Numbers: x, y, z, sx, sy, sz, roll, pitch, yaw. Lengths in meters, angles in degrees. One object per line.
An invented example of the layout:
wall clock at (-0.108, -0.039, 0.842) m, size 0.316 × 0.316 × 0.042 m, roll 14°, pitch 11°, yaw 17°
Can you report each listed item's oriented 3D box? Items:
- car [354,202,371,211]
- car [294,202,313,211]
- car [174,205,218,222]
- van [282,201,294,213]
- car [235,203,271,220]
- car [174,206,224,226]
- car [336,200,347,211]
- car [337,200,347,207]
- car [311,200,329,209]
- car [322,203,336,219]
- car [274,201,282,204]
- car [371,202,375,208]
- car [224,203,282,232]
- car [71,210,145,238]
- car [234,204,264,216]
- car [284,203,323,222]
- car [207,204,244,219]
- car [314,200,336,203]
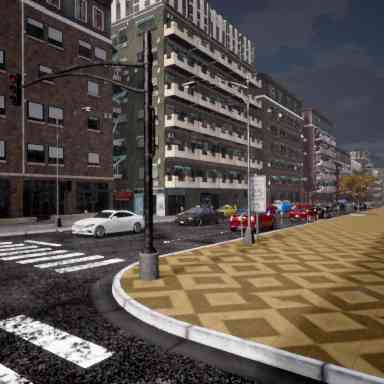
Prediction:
car at (30.022, 2.583, 59.241) m, size 1.947 × 1.339 × 4.313 m, roll -2°, pitch -2°, yaw 35°
car at (19.969, 2.554, 59.365) m, size 1.887 × 1.381 × 4.507 m, roll -2°, pitch -2°, yaw 35°
car at (0.469, 2.002, 31.432) m, size 1.752 × 1.417 × 4.829 m, roll -2°, pitch -2°, yaw 35°
van at (13.499, 2.174, 50.106) m, size 1.690 × 1.788 × 3.998 m, roll -2°, pitch -2°, yaw 35°
car at (6.574, 2.038, 35.672) m, size 1.882 × 1.535 × 5.008 m, roll -1°, pitch -1°, yaw 35°
car at (0.787, 1.950, 27.395) m, size 2.033 × 1.411 × 5.357 m, roll -1°, pitch -1°, yaw 35°
car at (24.894, 2.463, 56.340) m, size 1.837 × 1.490 × 4.892 m, roll -1°, pitch -1°, yaw 35°
car at (39.273, 2.882, 87.103) m, size 1.690 × 1.788 × 3.998 m, roll -2°, pitch -2°, yaw 35°
car at (26.434, 2.501, 68.636) m, size 2.192 × 1.841 × 5.009 m, roll -2°, pitch -2°, yaw 35°
car at (13.854, 2.141, 36.080) m, size 1.947 × 1.339 × 4.313 m, roll -2°, pitch -2°, yaw 35°
car at (10.267, 2.289, 45.468) m, size 1.887 × 1.381 × 4.507 m, roll -2°, pitch -2°, yaw 35°
car at (36.490, 2.745, 68.506) m, size 2.008 × 1.369 × 4.403 m, roll -2°, pitch -2°, yaw 35°
car at (4.150, 1.751, 22.187) m, size 1.967 × 1.590 × 4.097 m, roll -2°, pitch -2°, yaw 35°
car at (-4.739, 1.778, 19.467) m, size 1.812 × 1.442 × 4.674 m, roll -1°, pitch -1°, yaw 34°
car at (7.034, 2.222, 40.835) m, size 1.947 × 1.339 × 4.313 m, roll -2°, pitch -2°, yaw 35°
car at (10.619, 2.032, 31.449) m, size 1.887 × 1.381 × 4.507 m, roll -2°, pitch -2°, yaw 35°
car at (3.703, 2.090, 36.064) m, size 1.752 × 1.417 × 4.829 m, roll -2°, pitch -2°, yaw 35°
car at (18.282, 2.270, 46.872) m, size 2.128 × 1.511 × 4.902 m, roll -1°, pitch -1°, yaw 35°
